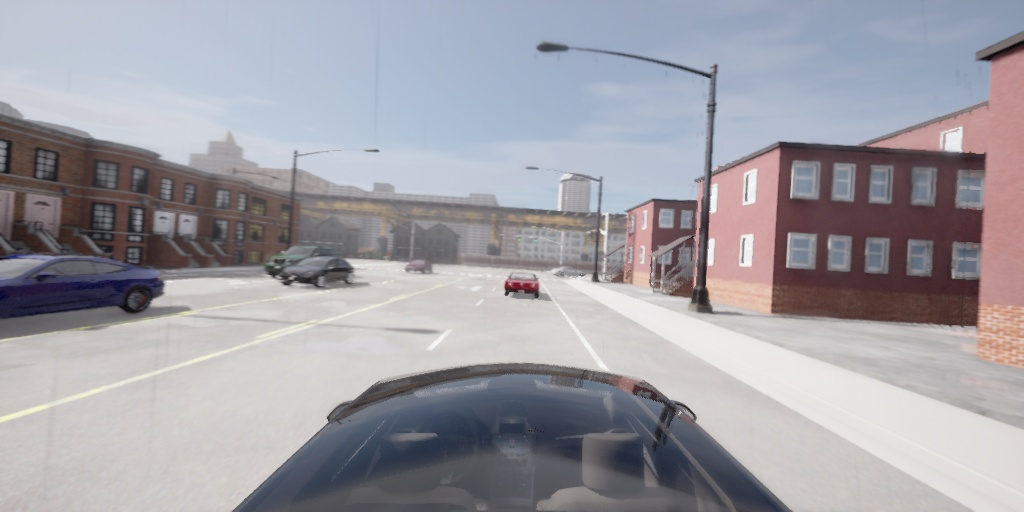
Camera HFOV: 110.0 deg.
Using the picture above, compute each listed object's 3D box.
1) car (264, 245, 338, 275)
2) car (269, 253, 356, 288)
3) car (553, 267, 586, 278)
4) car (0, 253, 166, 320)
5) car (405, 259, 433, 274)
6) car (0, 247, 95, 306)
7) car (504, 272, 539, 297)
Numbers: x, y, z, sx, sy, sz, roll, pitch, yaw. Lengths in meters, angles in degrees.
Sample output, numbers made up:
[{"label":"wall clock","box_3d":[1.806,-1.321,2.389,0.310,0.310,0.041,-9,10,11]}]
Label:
[{"label":"car","box_3d":[-13.397,0.344,23.464,2.150,2.045,5.566,4,-1,2]},{"label":"car","box_3d":[-10.086,0.789,18.988,1.837,1.490,4.892,4,0,2]},{"label":"car","box_3d":[7.959,2.287,49.887,4.674,1.442,1.812,4,-3,-15]},{"label":"car","box_3d":[-10.492,0.676,7.980,1.812,1.442,4.674,4,-1,2]},{"label":"car","box_3d":[-9.363,1.029,36.479,1.812,1.442,4.674,4,-1,2]},{"label":"car","box_3d":[-13.984,0.483,8.369,2.033,1.411,5.357,4,-1,2]},{"label":"car","box_3d":[0.607,1.603,21.008,1.895,1.301,4.718,4,-1,2]}]
